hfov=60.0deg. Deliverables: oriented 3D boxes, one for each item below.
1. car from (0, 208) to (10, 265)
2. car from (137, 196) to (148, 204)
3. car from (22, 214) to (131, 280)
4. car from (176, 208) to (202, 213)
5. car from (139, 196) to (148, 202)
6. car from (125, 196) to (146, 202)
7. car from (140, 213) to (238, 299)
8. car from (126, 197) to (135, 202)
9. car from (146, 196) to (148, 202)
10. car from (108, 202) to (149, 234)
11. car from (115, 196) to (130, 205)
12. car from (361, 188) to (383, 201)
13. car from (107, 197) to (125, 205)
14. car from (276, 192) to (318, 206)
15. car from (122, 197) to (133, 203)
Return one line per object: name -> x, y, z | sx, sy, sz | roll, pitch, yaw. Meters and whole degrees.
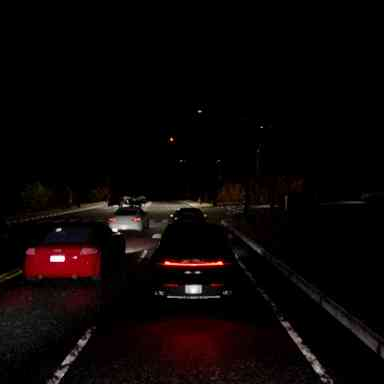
car -> -6.659, 1.224, 7.993 | 2.150, 2.045, 5.566 | 0, 0, -1
car -> -10.548, 1.672, 71.038 | 2.128, 1.511, 4.902 | 0, 0, -6
car -> -3.258, 1.568, 9.960 | 1.994, 1.385, 4.181 | 0, 0, -1
car -> -0.177, 1.558, 17.835 | 2.033, 1.411, 5.357 | 0, 0, -2
car -> -11.786, 1.718, 81.177 | 2.128, 1.511, 4.902 | 0, 0, -7
car -> -8.805, 1.570, 52.211 | 2.128, 1.511, 4.902 | 0, 0, -5
car -> 0.014, 1.508, 8.428 | 1.837, 1.490, 4.892 | 0, 0, 0
car -> -15.161, 1.793, 81.937 | 1.895, 1.301, 4.718 | 0, 0, -7
car -> -9.581, 1.674, 61.064 | 1.994, 1.385, 4.181 | 0, 0, -5
car -> -3.476, 1.537, 18.705 | 1.812, 1.442, 4.674 | 0, 0, -3
car -> -12.921, 1.604, 61.965 | 2.128, 1.511, 4.902 | 0, 0, -5
car -> 22.136, 0.280, 38.759 | 4.674, 1.442, 1.812 | -3, 0, -3
car -> -12.121, 1.606, 52.876 | 1.812, 1.442, 4.674 | 0, 0, -5
car -> 12.067, 0.739, 38.302 | 4.674, 1.442, 1.812 | -3, 0, -2
car -> -13.893, 1.702, 71.692 | 1.994, 1.385, 4.181 | 0, 0, -7
